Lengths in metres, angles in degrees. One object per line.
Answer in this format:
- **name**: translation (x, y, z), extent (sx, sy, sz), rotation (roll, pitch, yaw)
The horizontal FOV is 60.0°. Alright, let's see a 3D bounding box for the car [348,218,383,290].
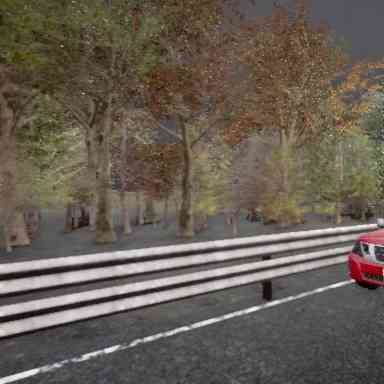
- **car**: translation (6.102, 1.245, 8.038), extent (5.566, 2.045, 2.150), rotation (0, 0, -35)
